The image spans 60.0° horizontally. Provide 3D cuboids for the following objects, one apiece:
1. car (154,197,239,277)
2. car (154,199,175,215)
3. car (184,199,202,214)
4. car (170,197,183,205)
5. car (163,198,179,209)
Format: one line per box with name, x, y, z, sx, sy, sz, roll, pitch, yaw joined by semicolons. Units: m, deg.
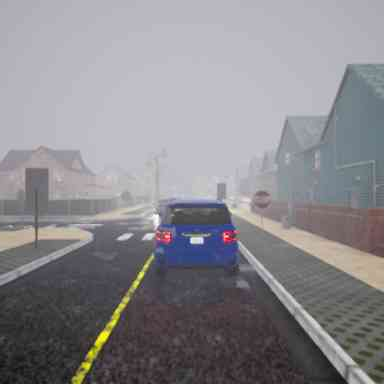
car;0.090;1.221;10.335;2.150;2.045;5.566;0;0;-1
car;-2.846;1.513;35.581;1.837;1.490;4.892;0;0;0
car;0.096;1.533;36.847;1.812;1.442;4.674;0;0;0
car;-2.787;1.566;59.490;2.033;1.411;5.357;0;0;1
car;-2.842;1.537;46.079;1.812;1.442;4.674;0;0;0
